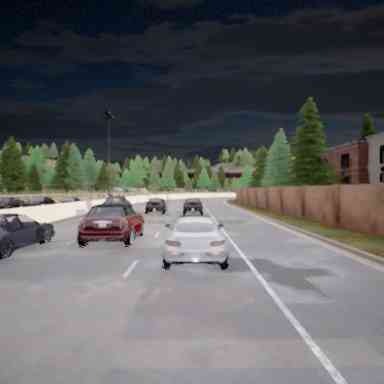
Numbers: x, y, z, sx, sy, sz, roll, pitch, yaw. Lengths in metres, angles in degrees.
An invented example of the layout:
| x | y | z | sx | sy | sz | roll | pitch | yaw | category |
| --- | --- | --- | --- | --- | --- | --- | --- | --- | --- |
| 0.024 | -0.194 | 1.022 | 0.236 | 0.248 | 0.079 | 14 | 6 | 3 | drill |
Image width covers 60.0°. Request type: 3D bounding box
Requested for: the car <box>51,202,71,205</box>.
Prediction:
| x | y | z | sx | sy | sz | roll | pitch | yaw | category |
| --- | --- | --- | --- | --- | --- | --- | --- | --- | --- |
| -14.097 | 1.322 | 38.308 | 1.812 | 1.442 | 4.674 | 0 | 0 | 0 | car |

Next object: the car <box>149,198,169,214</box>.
| x | y | z | sx | sy | sz | roll | pitch | yaw | category |
| --- | --- | --- | --- | --- | --- | --- | --- | --- | --- |
| -3.409 | 1.331 | 32.546 | 1.837 | 1.490 | 4.892 | 0 | 0 | 0 | car |

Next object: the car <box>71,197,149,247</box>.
| x | y | z | sx | sy | sz | roll | pitch | yaw | category |
| --- | --- | --- | --- | --- | --- | --- | --- | --- | --- |
| -3.404 | 1.273 | 14.773 | 2.097 | 1.767 | 4.553 | 0 | 0 | 0 | car |

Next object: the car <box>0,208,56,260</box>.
| x | y | z | sx | sy | sz | roll | pitch | yaw | category |
| --- | --- | --- | --- | --- | --- | --- | --- | --- | --- |
| -6.903 | 1.483 | 12.142 | 2.033 | 1.411 | 5.357 | 0 | 0 | 0 | car |

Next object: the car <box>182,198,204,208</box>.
| x | y | z | sx | sy | sz | roll | pitch | yaw | category |
| --- | --- | --- | --- | --- | --- | --- | --- | --- | --- |
| 0.091 | 1.330 | 32.641 | 1.837 | 1.490 | 4.892 | 0 | 0 | 0 | car |

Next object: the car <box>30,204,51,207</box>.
| x | y | z | sx | sy | sz | roll | pitch | yaw | category |
| --- | --- | --- | --- | --- | --- | --- | --- | --- | --- |
| -17.596 | 1.273 | 38.486 | 1.882 | 1.535 | 5.008 | 0 | 1 | 0 | car |

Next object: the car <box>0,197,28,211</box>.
| x | y | z | sx | sy | sz | roll | pitch | yaw | category |
| --- | --- | --- | --- | --- | --- | --- | --- | --- | --- |
| -21.099 | 1.346 | 38.005 | 2.033 | 1.411 | 5.357 | 0 | 0 | 0 | car |

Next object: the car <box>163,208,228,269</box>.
| x | y | z | sx | sy | sz | roll | pitch | yaw | category |
| --- | --- | --- | --- | --- | --- | --- | --- | --- | --- |
| 0.084 | 1.467 | 10.801 | 1.812 | 1.442 | 4.674 | 0 | 0 | 0 | car |
